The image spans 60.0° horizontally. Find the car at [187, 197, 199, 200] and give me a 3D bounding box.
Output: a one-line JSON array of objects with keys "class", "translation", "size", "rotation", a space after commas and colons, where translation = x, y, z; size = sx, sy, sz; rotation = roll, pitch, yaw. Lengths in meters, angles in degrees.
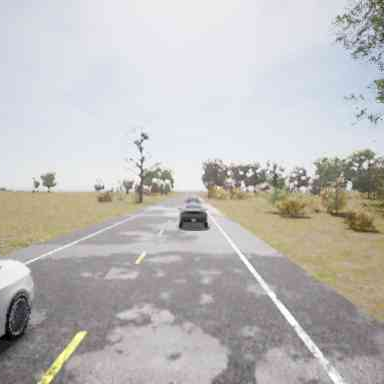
[{"class": "car", "translation": [0.098, 1.389, 41.497], "size": [2.097, 1.767, 4.553], "rotation": [0, 0, 0]}]

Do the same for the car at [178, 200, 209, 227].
[{"class": "car", "translation": [0.098, 1.526, 23.250], "size": [1.837, 1.490, 4.892], "rotation": [0, 0, 0]}]

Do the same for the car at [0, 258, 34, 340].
[{"class": "car", "translation": [-3.560, 1.529, 3.838], "size": [1.812, 1.442, 4.674], "rotation": [0, 0, 0]}]
